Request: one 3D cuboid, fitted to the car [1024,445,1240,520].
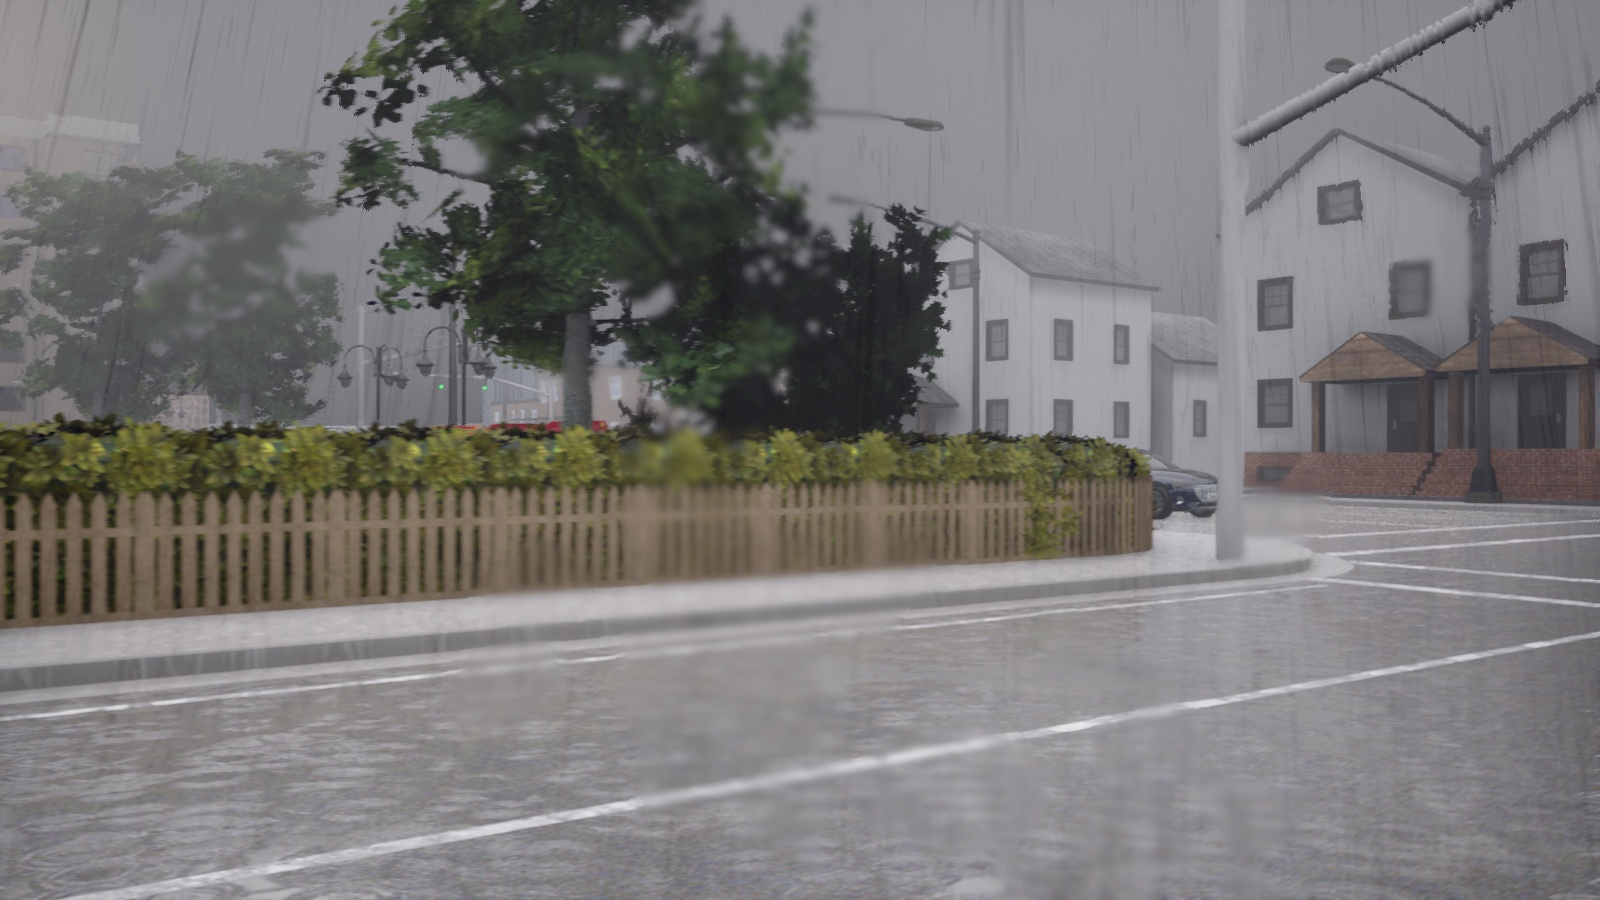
[{"bbox_3d":[7.876,0.732,30.234,2.033,1.649,4.856,0,0,-35],"label":"car"}]
